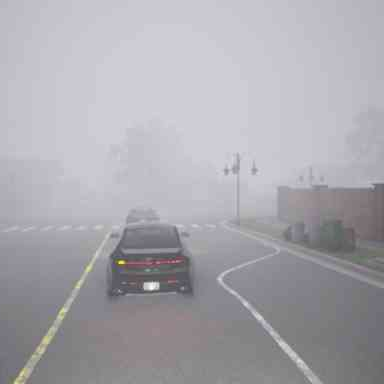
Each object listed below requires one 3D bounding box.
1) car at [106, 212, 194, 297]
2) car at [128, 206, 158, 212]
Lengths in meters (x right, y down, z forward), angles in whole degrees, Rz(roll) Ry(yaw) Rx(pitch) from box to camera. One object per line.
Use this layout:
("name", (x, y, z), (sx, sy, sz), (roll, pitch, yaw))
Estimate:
("car", (-1.083, 1.514, 8.656), (1.837, 1.490, 4.892), (0, 0, -8))
("car", (-3.122, 1.588, 21.062), (1.994, 1.385, 4.181), (0, 0, -9))
